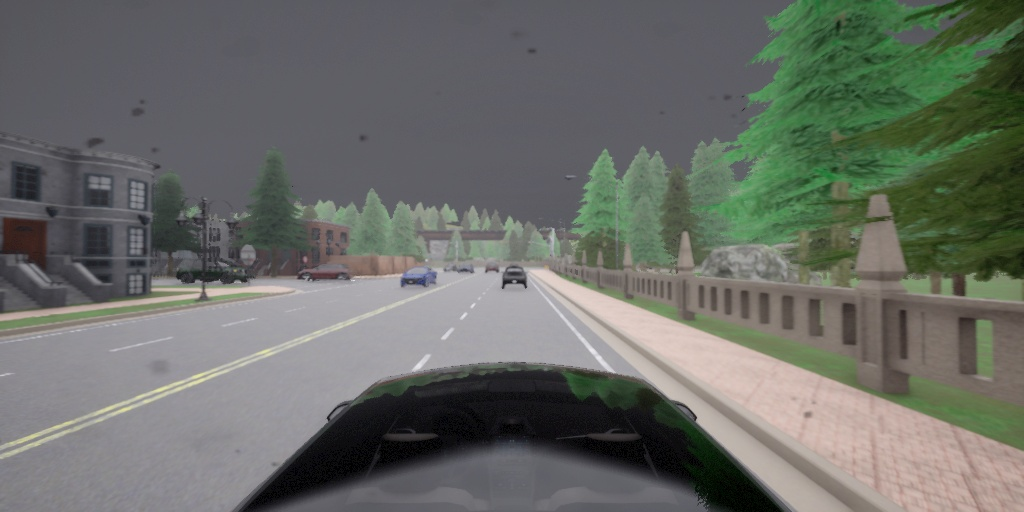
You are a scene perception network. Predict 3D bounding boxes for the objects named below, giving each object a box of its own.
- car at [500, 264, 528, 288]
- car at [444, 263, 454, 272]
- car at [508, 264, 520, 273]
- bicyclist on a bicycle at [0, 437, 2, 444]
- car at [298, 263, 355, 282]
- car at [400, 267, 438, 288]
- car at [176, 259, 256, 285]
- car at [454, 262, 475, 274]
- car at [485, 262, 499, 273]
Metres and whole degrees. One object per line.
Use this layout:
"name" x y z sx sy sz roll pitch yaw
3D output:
"car" 0.181 1.587 27.585 1.837 1.490 4.892 0 -1 0
"car" -10.342 1.997 60.930 2.128 1.511 4.902 0 -1 1
"car" 0.282 1.975 57.898 1.837 1.490 4.892 0 -1 0
"bicyclist on a bicycle" -3.078 1.201 1.690 1.656 1.620 0.582 -1 -1 0
"car" -17.052 1.465 33.007 4.553 1.767 2.097 1 -1 -9
"car" -7.019 1.554 27.392 1.882 1.535 5.008 0 -1 0
"car" -24.371 1.280 29.593 5.566 2.045 2.150 0 -1 2
"car" -6.908 1.772 54.181 2.097 1.767 4.553 0 -1 0
"car" -3.215 1.836 58.857 2.097 1.767 4.553 0 0 0
